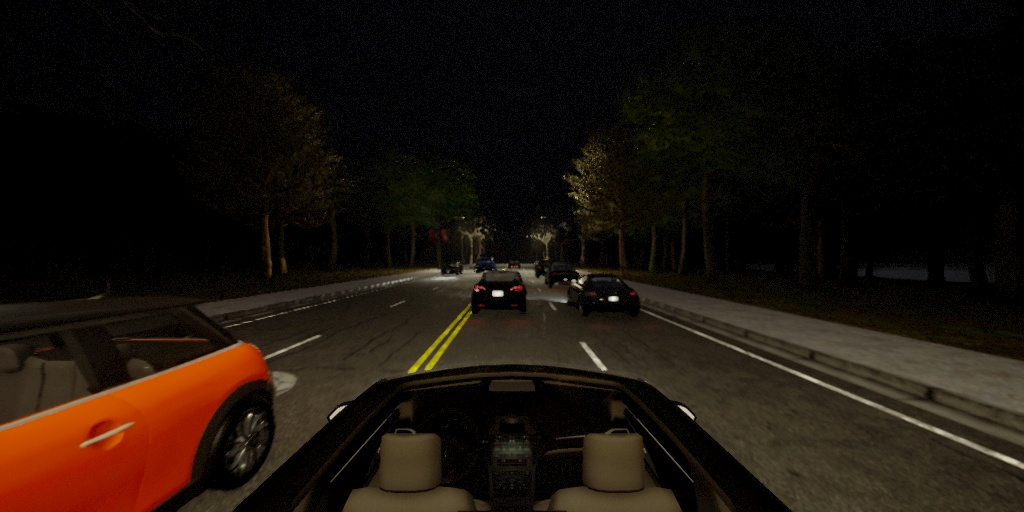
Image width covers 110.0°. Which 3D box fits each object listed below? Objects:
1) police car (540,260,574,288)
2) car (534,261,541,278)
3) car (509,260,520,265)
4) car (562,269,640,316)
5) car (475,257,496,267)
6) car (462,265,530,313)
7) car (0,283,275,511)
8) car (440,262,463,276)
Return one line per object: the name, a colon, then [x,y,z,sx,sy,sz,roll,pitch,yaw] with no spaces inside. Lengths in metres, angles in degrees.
police car: [3.297,1.246,24.621,1.930,1.638,5.238,0,0,0]
car: [3.353,1.210,35.472,2.097,1.767,4.553,0,0,0]
car: [0.391,1.451,58.629,1.837,1.490,4.892,0,0,1]
car: [3.261,1.349,13.520,1.994,1.385,4.181,0,0,0]
car: [-3.178,1.108,43.634,2.150,2.045,5.566,0,0,0]
car: [-0.375,1.290,14.161,2.163,1.488,4.792,0,0,2]
car: [-3.347,1.101,1.551,2.097,1.767,4.553,0,0,0]
car: [-6.463,1.360,38.866,2.128,1.511,4.902,0,0,1]
